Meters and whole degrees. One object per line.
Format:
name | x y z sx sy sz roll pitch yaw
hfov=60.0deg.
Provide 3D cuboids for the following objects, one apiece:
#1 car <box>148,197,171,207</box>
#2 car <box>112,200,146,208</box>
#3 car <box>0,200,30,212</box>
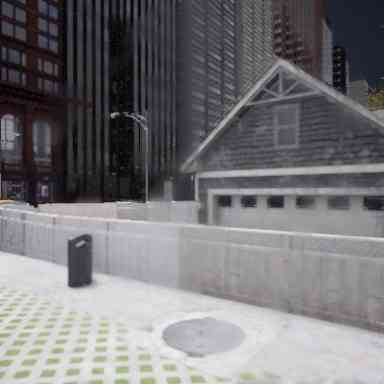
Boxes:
car | -4.942 1.514 47.035 2.128 1.511 4.902 0 0 36
car | -7.819 1.558 37.548 2.033 1.411 5.357 0 0 36
car | -17.300 1.494 29.998 1.882 1.535 5.008 0 0 36
